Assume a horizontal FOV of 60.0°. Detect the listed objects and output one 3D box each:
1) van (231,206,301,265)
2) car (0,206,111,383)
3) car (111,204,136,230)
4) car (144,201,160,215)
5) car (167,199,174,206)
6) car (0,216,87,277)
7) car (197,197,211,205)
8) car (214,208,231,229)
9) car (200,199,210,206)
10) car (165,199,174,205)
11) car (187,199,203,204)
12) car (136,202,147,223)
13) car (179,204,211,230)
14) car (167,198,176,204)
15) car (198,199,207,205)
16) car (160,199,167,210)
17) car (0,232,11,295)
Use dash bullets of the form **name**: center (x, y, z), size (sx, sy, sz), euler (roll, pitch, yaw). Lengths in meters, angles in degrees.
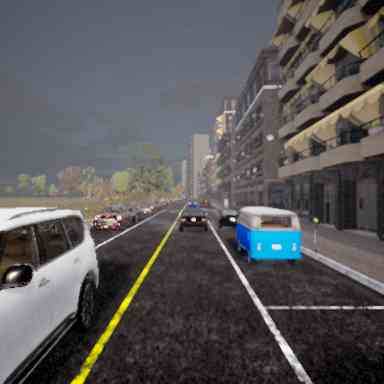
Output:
- **van**: center (2.575, 1.456, 11.958), size (1.690, 1.788, 3.998), euler (1, -1, 0)
- **car**: center (-2.760, 1.260, 3.984), size (2.150, 2.045, 5.566), euler (0, 0, 0)
- **car**: center (-5.307, 1.657, 22.662), size (1.967, 1.590, 4.097), euler (1, -1, 0)
- **car**: center (-5.309, 1.820, 39.623), size (1.967, 1.590, 4.097), euler (1, -1, 0)
- **car**: center (-5.312, 2.206, 67.890), size (2.008, 1.369, 4.403), euler (1, -1, 0)
- **car**: center (-5.307, 1.659, 11.353), size (2.008, 1.369, 4.403), euler (1, -1, 0)
- **car**: center (2.571, 1.921, 62.906), size (2.192, 1.841, 5.009), euler (1, -1, 0)
- **car**: center (2.572, 1.788, 23.278), size (1.947, 1.339, 4.313), euler (1, -1, 0)
- **car**: center (2.568, 2.206, 68.564), size (1.887, 1.381, 4.507), euler (1, -1, 0)
- **car**: center (-5.313, 2.312, 79.198), size (1.887, 1.381, 4.507), euler (1, -1, 0)
- **car**: center (0.101, 1.923, 41.465), size (1.812, 1.442, 4.674), euler (0, -1, 0)
- **car**: center (-5.309, 1.836, 28.315), size (1.947, 1.339, 4.313), euler (1, -1, 0)
- **car**: center (0.100, 1.763, 22.594), size (2.033, 1.411, 5.357), euler (0, -1, 0)
- **car**: center (-5.314, 2.374, 84.852), size (2.008, 1.369, 4.403), euler (1, -1, 0)
- **car**: center (2.567, 2.340, 79.885), size (1.947, 1.339, 4.313), euler (1, -1, 0)
- **car**: center (-5.311, 2.034, 50.929), size (1.887, 1.381, 4.507), euler (1, -1, 0)
- **car**: center (-5.307, 1.606, 5.700), size (2.008, 1.369, 4.403), euler (1, -1, 0)
